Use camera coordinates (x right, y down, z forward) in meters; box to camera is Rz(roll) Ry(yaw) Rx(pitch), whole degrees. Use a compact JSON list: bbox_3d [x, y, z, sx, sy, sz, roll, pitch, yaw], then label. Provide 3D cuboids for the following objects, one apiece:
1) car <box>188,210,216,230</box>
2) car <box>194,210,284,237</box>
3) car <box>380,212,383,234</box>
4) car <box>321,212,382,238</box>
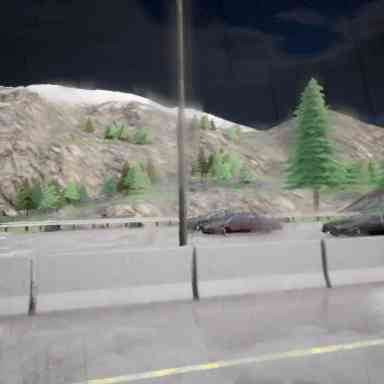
[{"bbox_3d":[1.925,2.115,24.674,4.902,1.511,2.128,-1,-2,-11],"label":"car"},{"bbox_3d":[3.146,2.061,21.394,5.357,1.411,2.033,-1,-2,-12],"label":"car"},{"bbox_3d":[11.662,1.760,15.809,4.181,1.385,1.994,-1,-2,-9],"label":"car"},{"bbox_3d":[10.277,1.860,19.173,5.357,1.411,2.033,-1,-2,-10],"label":"car"}]
